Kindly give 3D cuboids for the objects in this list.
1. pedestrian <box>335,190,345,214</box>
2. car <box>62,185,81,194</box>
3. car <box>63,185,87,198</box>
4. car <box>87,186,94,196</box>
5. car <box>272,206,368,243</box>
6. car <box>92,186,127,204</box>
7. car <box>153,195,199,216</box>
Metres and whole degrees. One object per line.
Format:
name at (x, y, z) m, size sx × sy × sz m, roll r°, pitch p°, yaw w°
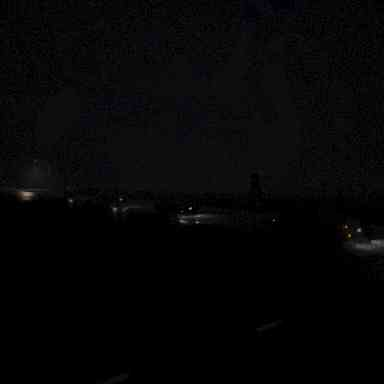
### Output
pedestrian at (9.259, 0.783, 20.952) m, size 0.375 × 1.860 × 0.375 m, roll -1°, pitch 1°, yaw -35°
car at (-21.590, -0.485, 59.415) m, size 1.837 × 1.490 × 4.892 m, roll -3°, pitch 3°, yaw -35°
car at (-17.173, 0.014, 48.191) m, size 1.812 × 1.442 × 4.674 m, roll -3°, pitch 3°, yaw -35°
car at (-15.726, -0.188, 51.113) m, size 1.837 × 1.490 × 4.892 m, roll -3°, pitch 4°, yaw -35°
car at (5.814, 1.353, 15.493) m, size 1.994 × 1.385 × 4.181 m, roll -3°, pitch 4°, yaw -36°
car at (-8.696, 0.448, 36.055) m, size 2.128 × 1.511 × 4.902 m, roll -3°, pitch 4°, yaw -35°
car at (-1.276, 0.946, 25.540) m, size 1.994 × 1.385 × 4.181 m, roll -3°, pitch 4°, yaw -35°
